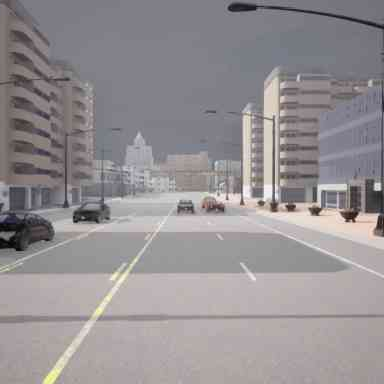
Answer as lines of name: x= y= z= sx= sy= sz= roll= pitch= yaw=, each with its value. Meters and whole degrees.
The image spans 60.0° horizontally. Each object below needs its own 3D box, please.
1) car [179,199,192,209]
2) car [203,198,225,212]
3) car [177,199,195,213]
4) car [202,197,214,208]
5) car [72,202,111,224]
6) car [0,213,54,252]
car: x=-0.936 y=1.728 z=48.143 sx=1.895 sy=1.301 sz=4.718 roll=0 pitch=0 yaw=-1
car: x=2.751 y=1.698 z=39.731 sx=1.895 sy=1.301 sz=4.718 roll=0 pitch=0 yaw=-1
car: x=-0.716 y=1.583 z=38.180 sx=2.128 sy=1.511 sz=4.902 roll=0 pitch=0 yaw=-1
car: x=2.540 y=1.481 z=49.137 sx=2.097 sy=1.767 sz=4.553 roll=0 pitch=0 yaw=-1
car: x=-7.622 y=1.526 z=25.624 sx=1.882 sy=1.535 sz=5.008 roll=0 pitch=0 yaw=-1
car: x=-7.368 y=1.570 z=13.809 sx=1.994 sy=1.385 sz=4.181 roll=0 pitch=0 yaw=-1
